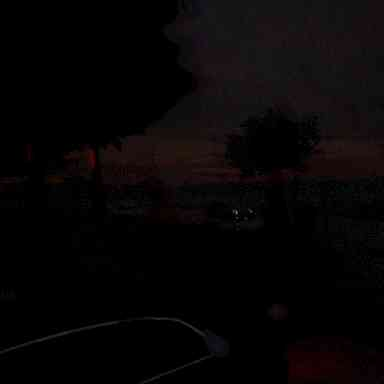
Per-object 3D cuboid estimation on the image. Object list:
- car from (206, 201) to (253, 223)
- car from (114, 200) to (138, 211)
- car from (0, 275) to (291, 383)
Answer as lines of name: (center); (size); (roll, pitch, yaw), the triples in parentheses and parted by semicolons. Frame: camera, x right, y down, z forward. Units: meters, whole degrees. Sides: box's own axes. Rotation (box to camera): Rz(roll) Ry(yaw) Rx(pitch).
car: (3.116, 1.579, 28.421); (2.097, 1.767, 4.553); (-3, 1, -32)
car: (-9.804, 2.076, 50.417); (1.812, 1.442, 4.674); (-3, 0, -29)
car: (-1.389, 1.506, 2.264); (4.892, 1.490, 1.837); (0, 0, -35)
